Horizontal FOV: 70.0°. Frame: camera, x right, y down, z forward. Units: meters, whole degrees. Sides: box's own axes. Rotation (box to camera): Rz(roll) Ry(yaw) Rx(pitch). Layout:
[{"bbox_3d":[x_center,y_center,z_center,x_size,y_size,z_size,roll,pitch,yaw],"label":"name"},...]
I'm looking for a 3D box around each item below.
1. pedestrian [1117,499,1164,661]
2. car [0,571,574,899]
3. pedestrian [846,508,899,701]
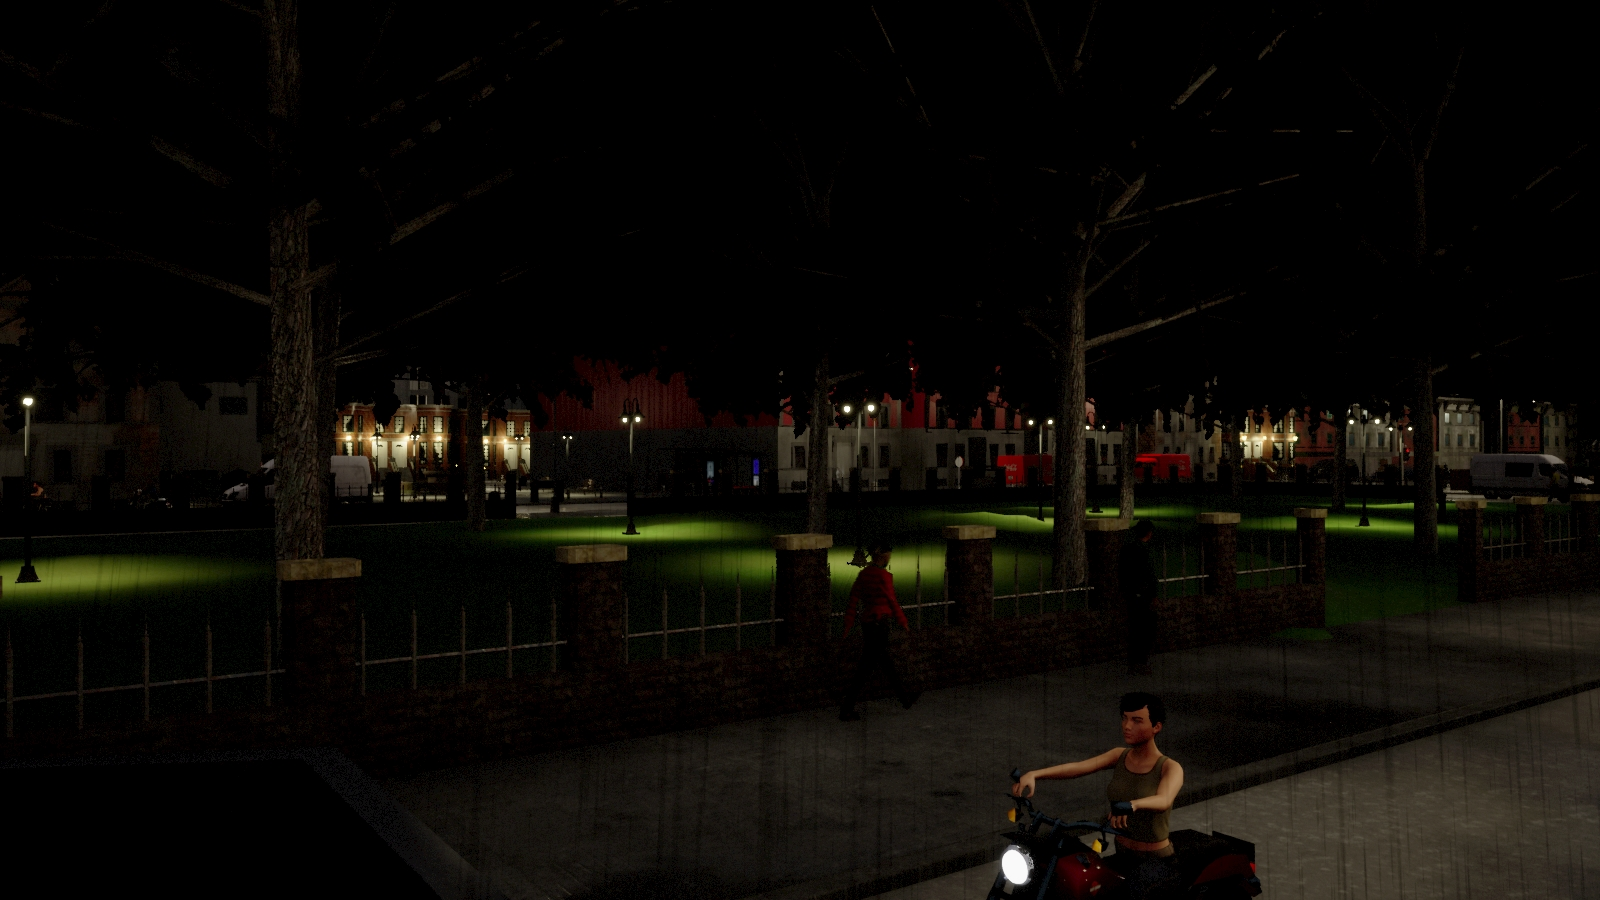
[{"bbox_3d":[4.038,1.520,13.547,0.375,1.860,0.375,0,0,-31],"label":"pedestrian"},{"bbox_3d":[-3.767,1.534,1.768,6.274,2.098,2.390,0,0,-35],"label":"car"},{"bbox_3d":[0.728,1.521,11.436,0.375,1.860,0.375,0,0,-34],"label":"pedestrian"}]
